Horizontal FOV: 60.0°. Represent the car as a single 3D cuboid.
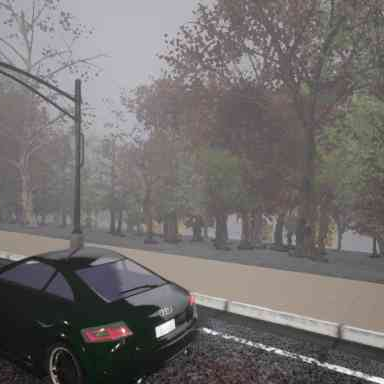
[{"bbox_3d":[-1.939,1.563,5.069,4.181,1.385,1.994,0,0,36],"label":"car"}]
